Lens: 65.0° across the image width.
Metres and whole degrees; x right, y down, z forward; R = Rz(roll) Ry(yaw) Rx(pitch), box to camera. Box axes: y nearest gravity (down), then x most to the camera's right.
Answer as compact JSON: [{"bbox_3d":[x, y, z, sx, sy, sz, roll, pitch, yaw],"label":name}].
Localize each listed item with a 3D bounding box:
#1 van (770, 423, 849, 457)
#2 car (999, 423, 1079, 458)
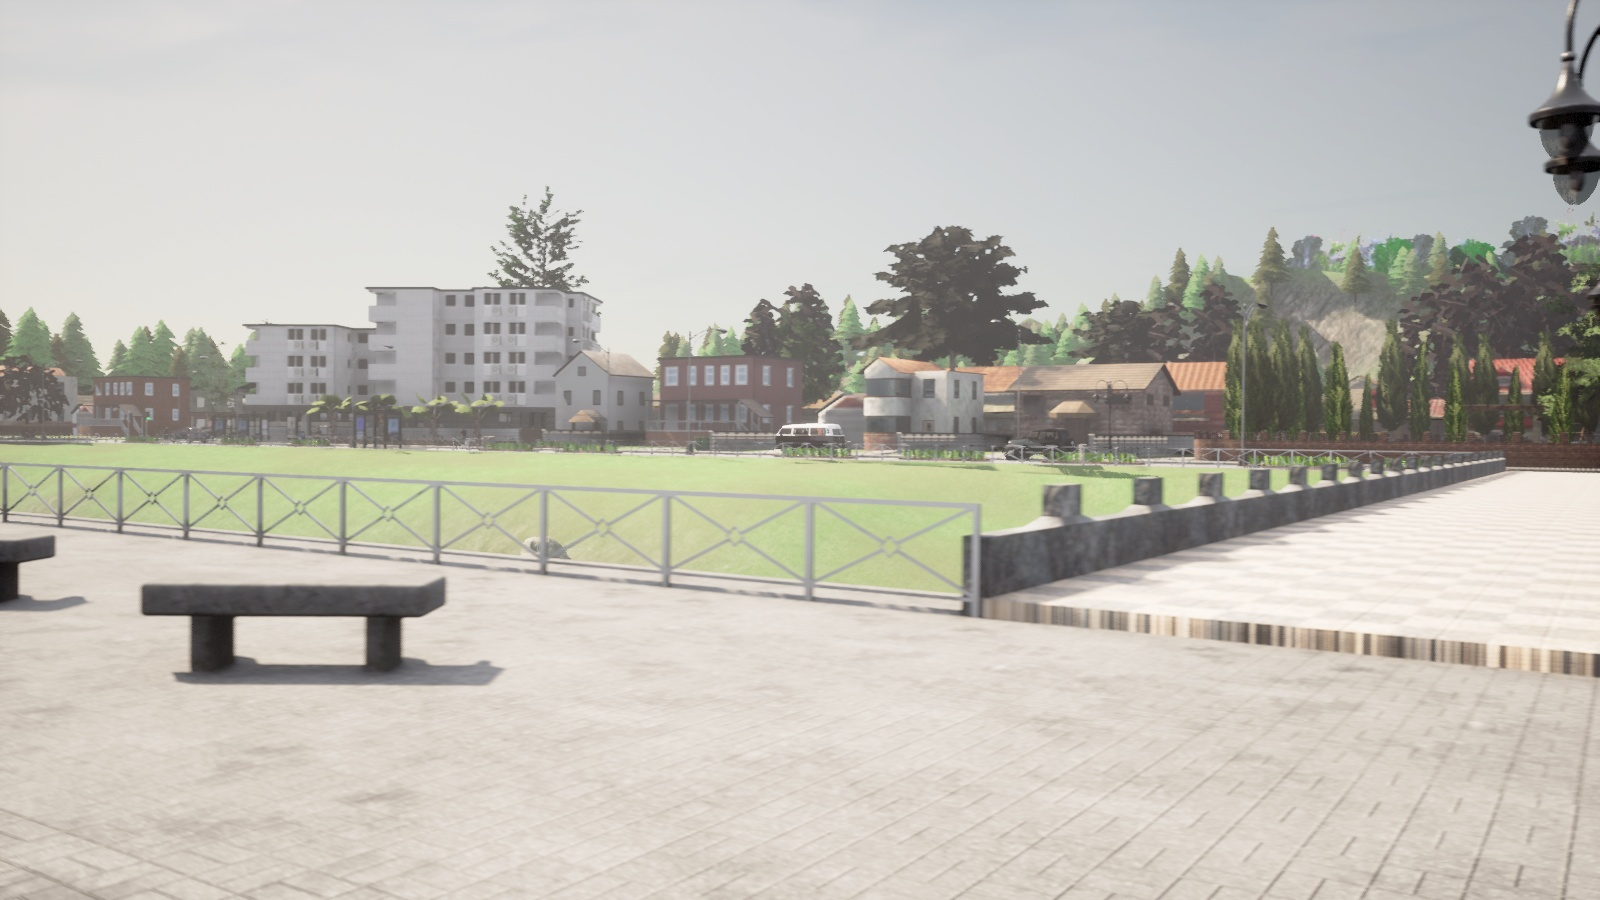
[{"bbox_3d":[0.599,-0.613,77.876,4.480,2.038,2.069,0,1,34],"label":"van"},{"bbox_3d":[13.216,-0.541,69.490,3.866,1.878,1.905,0,1,34],"label":"car"}]
